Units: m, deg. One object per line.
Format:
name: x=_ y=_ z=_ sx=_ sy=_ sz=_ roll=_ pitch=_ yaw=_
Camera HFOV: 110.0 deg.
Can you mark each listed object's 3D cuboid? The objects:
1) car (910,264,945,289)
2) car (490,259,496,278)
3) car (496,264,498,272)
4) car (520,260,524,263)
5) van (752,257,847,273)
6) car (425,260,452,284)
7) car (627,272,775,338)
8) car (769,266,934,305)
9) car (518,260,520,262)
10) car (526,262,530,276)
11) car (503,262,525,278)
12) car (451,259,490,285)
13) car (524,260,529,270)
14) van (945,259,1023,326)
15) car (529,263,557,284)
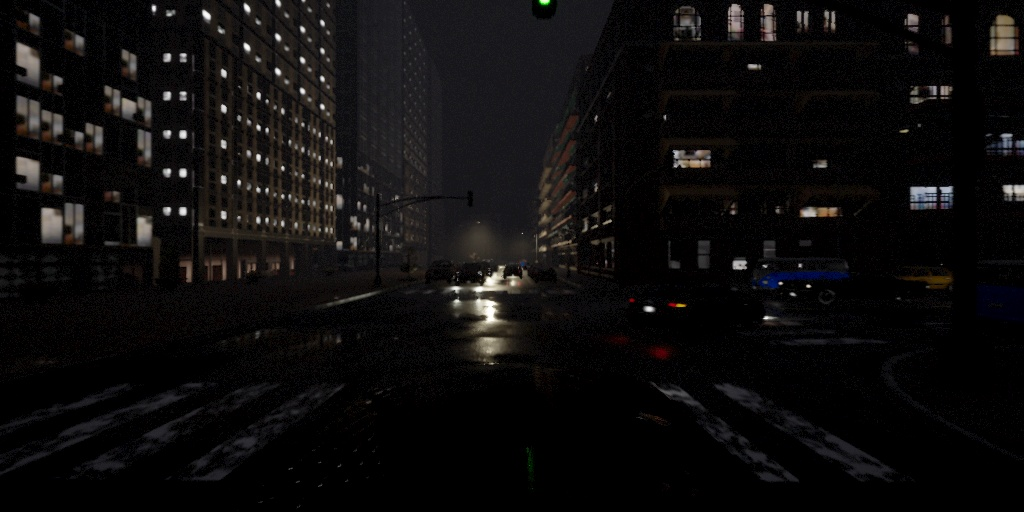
car: x=19.147 y=1.068 z=17.240 sx=4.829 sy=1.417 sz=1.751 roll=0 pitch=0 yaw=0
car: x=-3.090 y=1.350 z=37.965 sx=2.097 sy=1.767 sz=4.553 roll=0 pitch=0 yaw=0
car: x=-3.070 y=1.575 z=51.698 sx=1.882 sy=1.535 sz=5.008 roll=0 pitch=-1 yaw=0
car: x=2.677 y=1.705 z=57.266 sx=1.948 sy=1.339 sz=4.313 roll=0 pitch=0 yaw=0
van: x=13.716 y=0.961 z=17.206 sx=3.998 sy=1.789 sz=1.690 roll=0 pitch=0 yaw=0
car: x=-5.698 y=1.254 z=29.628 sx=2.192 sy=1.841 sz=5.009 roll=0 pitch=0 yaw=0
car: x=5.341 y=1.331 z=10.378 sx=4.181 sy=1.385 sz=1.994 roll=-1 pitch=-1 yaw=-30
car: x=13.626 y=1.218 z=14.622 sx=4.718 sy=1.301 sz=1.895 roll=-1 pitch=0 yaw=0
car: x=0.017 y=1.746 z=62.766 sx=1.994 sy=1.385 sz=4.181 roll=0 pitch=0 yaw=0
car: x=2.682 y=1.522 z=35.156 sx=1.888 sy=1.381 sz=4.507 roll=0 pitch=0 yaw=0
car: x=0.092 y=1.591 z=36.910 sx=1.895 sy=1.301 sz=4.718 roll=0 pitch=0 yaw=0
car: x=-3.095 y=1.280 z=27.912 sx=2.097 sy=1.767 sz=4.553 roll=0 pitch=0 yaw=0
car: x=2.681 y=1.456 z=40.684 sx=1.967 sy=1.591 sz=4.097 roll=0 pitch=0 yaw=0
van: x=13.740 y=0.947 z=8.825 sx=3.998 sy=1.789 sz=1.690 roll=0 pitch=0 yaw=0
car: x=2.683 y=1.484 z=29.629 sx=1.888 sy=1.381 sz=4.507 roll=0 pitch=0 yaw=0
